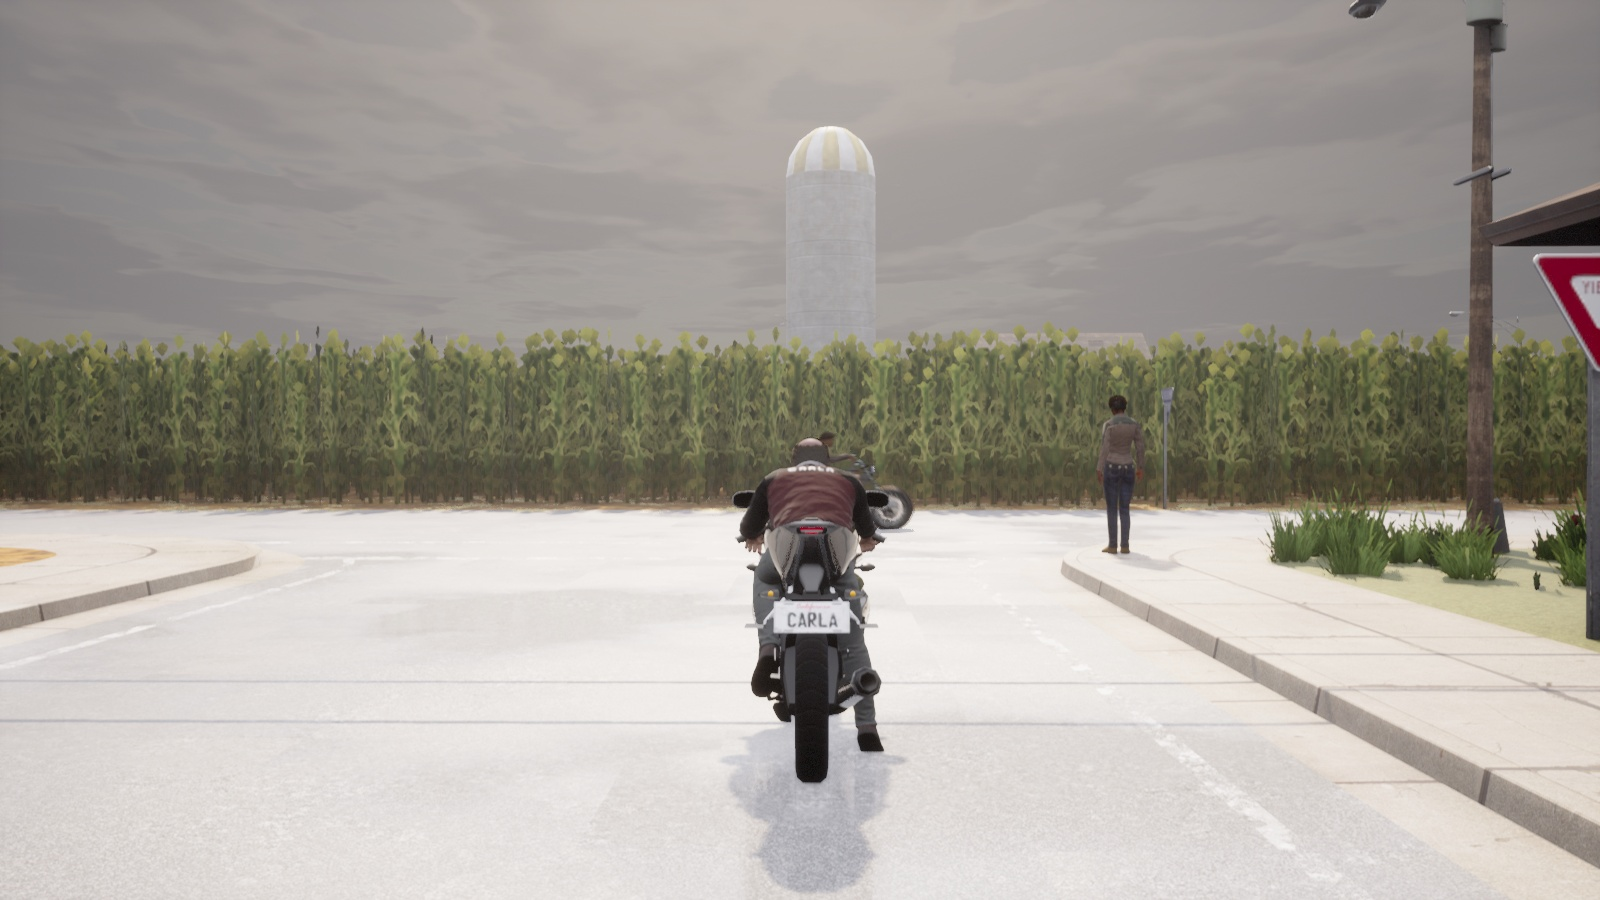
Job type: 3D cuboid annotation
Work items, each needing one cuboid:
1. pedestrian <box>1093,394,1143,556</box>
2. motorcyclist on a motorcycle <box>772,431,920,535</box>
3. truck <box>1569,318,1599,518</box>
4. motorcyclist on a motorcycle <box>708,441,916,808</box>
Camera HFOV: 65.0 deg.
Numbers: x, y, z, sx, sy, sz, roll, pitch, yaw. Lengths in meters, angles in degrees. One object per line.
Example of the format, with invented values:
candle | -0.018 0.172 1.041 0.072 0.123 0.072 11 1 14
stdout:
pedestrian | 3.652 0.273 14.449 0.328 1.805 0.869 0 1 -1
motorcyclist on a motorcycle | 0.739 0.519 20.429 2.350 1.649 0.766 0 0 1
truck | 19.560 -0.601 23.516 8.468 3.827 2.891 0 1 1
motorcyclist on a motorcycle | 0.055 0.720 6.338 0.866 1.530 2.191 0 1 0
